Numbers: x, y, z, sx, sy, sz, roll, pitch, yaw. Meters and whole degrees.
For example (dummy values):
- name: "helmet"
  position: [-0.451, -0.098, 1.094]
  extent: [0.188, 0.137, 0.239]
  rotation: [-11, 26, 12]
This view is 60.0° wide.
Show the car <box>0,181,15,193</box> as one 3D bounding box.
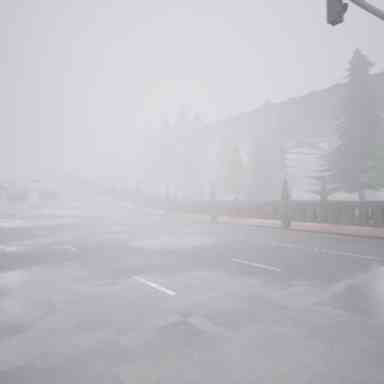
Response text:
- name: "car"
  position: [-26.673, -0.841, 48.136]
  extent: [1.882, 1.535, 5.008]
  rotation: [-1, 7, -35]

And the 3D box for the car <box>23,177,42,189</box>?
- name: "car"
  position: [-24.261, -1.239, 50.629]
  extent: [2.150, 2.045, 5.566]
  rotation: [-1, 7, -35]

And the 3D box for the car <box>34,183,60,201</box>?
- name: "car"
  position: [-18.234, 0.178, 42.154]
  extent: [1.882, 1.535, 5.008]
  rotation: [-1, 7, -35]

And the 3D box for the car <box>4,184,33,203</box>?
- name: "car"
  position: [-20.718, 0.316, 39.604]
  extent: [1.882, 1.535, 5.008]
  rotation: [-1, 7, -34]

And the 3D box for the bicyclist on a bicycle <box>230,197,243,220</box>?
- name: "bicyclist on a bicycle"
  position: [3.413, 1.220, 24.759]
  extent: [1.656, 1.620, 0.582]
  rotation: [-2, 0, -35]
